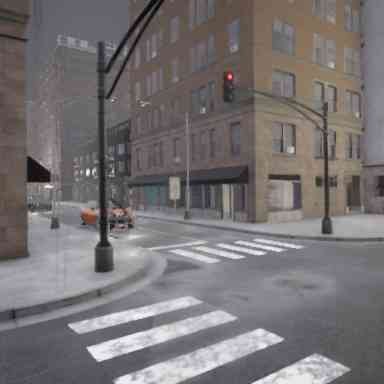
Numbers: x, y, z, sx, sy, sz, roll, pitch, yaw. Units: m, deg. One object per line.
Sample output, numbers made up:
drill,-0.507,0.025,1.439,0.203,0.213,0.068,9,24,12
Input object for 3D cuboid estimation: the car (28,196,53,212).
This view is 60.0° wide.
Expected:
car,-17.320,1.215,37.714,2.097,1.767,4.553,-1,1,-34

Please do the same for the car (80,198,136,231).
car,-5.108,1.238,19.887,2.097,1.767,4.553,-1,1,-34
